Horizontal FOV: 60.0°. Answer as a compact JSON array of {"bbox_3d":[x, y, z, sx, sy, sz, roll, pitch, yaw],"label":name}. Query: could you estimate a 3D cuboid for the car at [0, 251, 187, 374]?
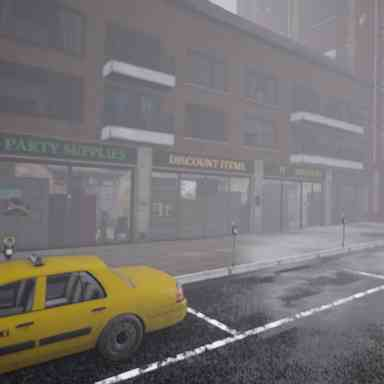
[{"bbox_3d":[-2.356,1.525,4.394,4.829,1.417,1.752,0,2,-35],"label":"car"}]
